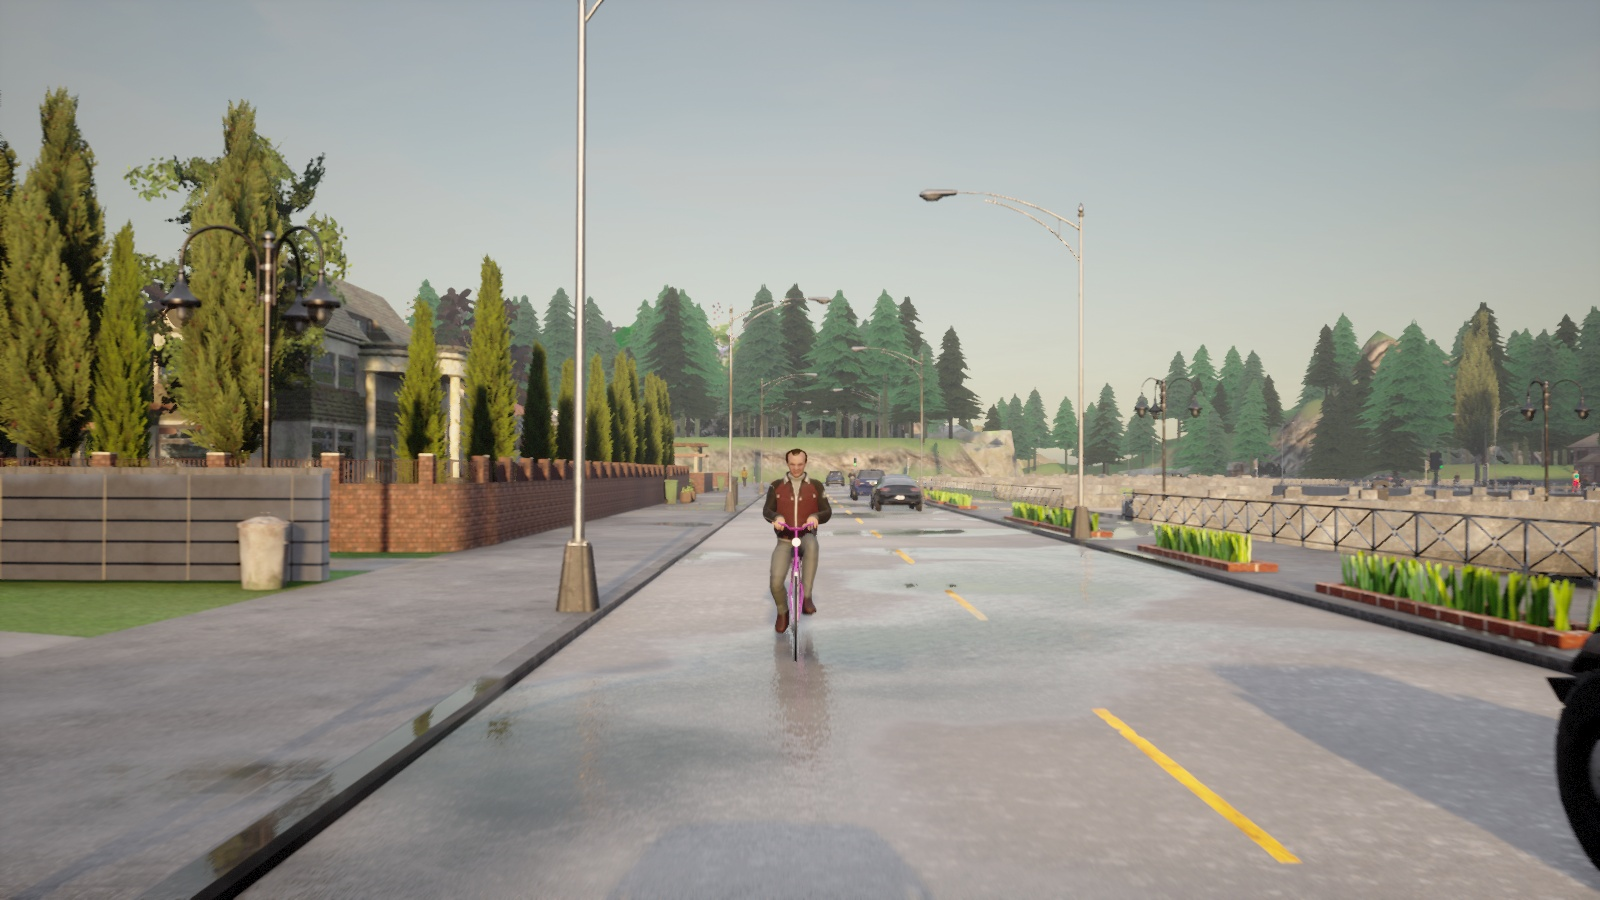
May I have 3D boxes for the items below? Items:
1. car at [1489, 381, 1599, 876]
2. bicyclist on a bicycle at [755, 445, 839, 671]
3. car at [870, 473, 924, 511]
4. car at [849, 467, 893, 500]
[{"bbox_3d":[3.991,0.655,3.580,1.905,1.878,3.866,0,-1,0],"label":"car"},{"bbox_3d":[-0.026,0.867,10.830,0.659,1.776,1.843,0,-1,0],"label":"bicyclist on a bicycle"},{"bbox_3d":[3.881,1.678,50.946,1.812,1.442,4.674,0,-1,0],"label":"car"},{"bbox_3d":[3.838,1.807,68.633,2.097,1.767,4.553,0,-1,0],"label":"car"}]
